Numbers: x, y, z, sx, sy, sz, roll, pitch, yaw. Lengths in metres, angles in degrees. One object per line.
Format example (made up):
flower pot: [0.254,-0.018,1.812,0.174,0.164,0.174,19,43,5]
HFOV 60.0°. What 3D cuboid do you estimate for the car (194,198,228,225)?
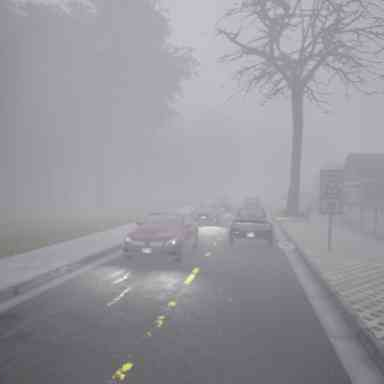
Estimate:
car: [1.076,1.364,22.512,1.994,1.385,4.181,2,1,11]

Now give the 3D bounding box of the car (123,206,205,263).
car: [-0.884,1.428,11.913,1.812,1.442,4.674,2,0,10]

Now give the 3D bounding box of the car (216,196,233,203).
car: [3.049,1.118,32.996,1.882,1.535,5.008,2,1,11]

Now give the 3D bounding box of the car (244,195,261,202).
car: [7.049,1.123,38.792,2.128,1.511,4.902,2,1,11]

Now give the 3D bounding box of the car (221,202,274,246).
car: [2.754,1.460,15.399,2.128,1.511,4.902,2,1,10]
